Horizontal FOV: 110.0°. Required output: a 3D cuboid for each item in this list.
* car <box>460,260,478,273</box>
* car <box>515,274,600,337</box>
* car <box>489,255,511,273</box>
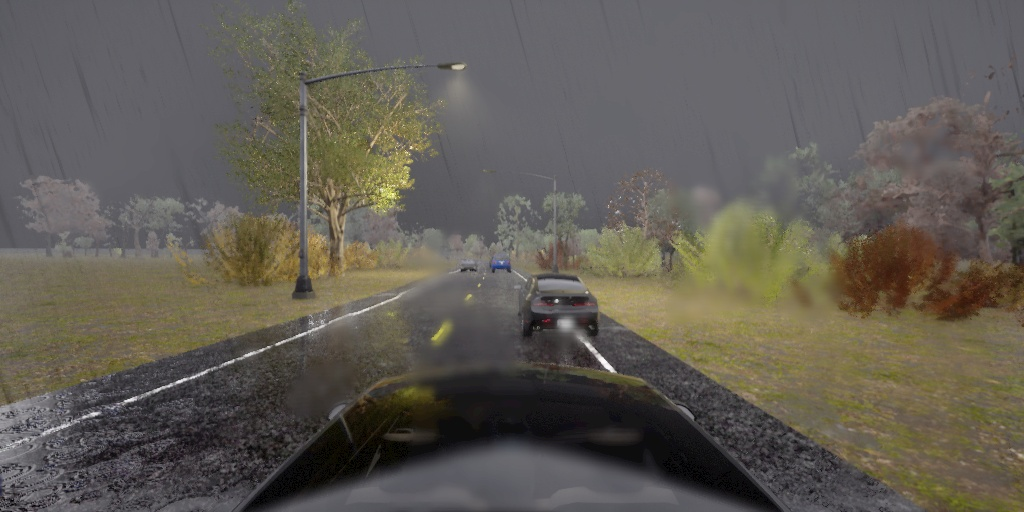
[{"bbox_3d":[-5.004,1.218,42.336,2.033,1.411,5.357,0,0,-4],"label":"car"},{"bbox_3d":[1.155,1.247,10.298,1.837,1.490,4.892,0,0,-1],"label":"car"},{"bbox_3d":[-1.317,0.890,42.363,2.150,2.045,5.566,0,0,-4],"label":"car"}]
